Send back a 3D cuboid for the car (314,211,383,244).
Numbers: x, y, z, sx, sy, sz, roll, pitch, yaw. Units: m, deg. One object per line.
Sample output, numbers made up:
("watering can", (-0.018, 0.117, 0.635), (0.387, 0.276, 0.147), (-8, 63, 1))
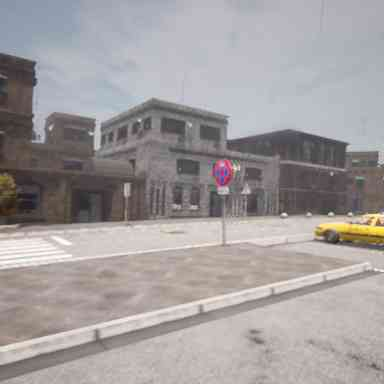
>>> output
("car", (7.922, 1.600, 14.263), (1.946, 1.575, 5.366), (1, -1, -35))
